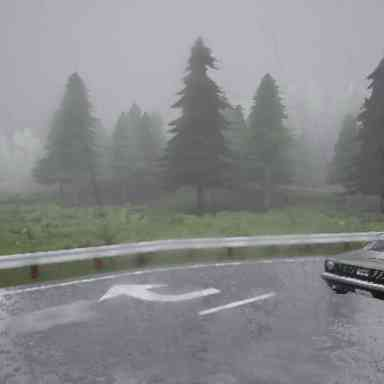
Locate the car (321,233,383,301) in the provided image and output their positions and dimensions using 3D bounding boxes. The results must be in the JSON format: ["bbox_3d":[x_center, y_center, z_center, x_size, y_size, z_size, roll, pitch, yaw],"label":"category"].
[{"bbox_3d":[5.025,1.590,7.541,4.718,1.301,1.895,0,0,-35],"label":"car"}]
